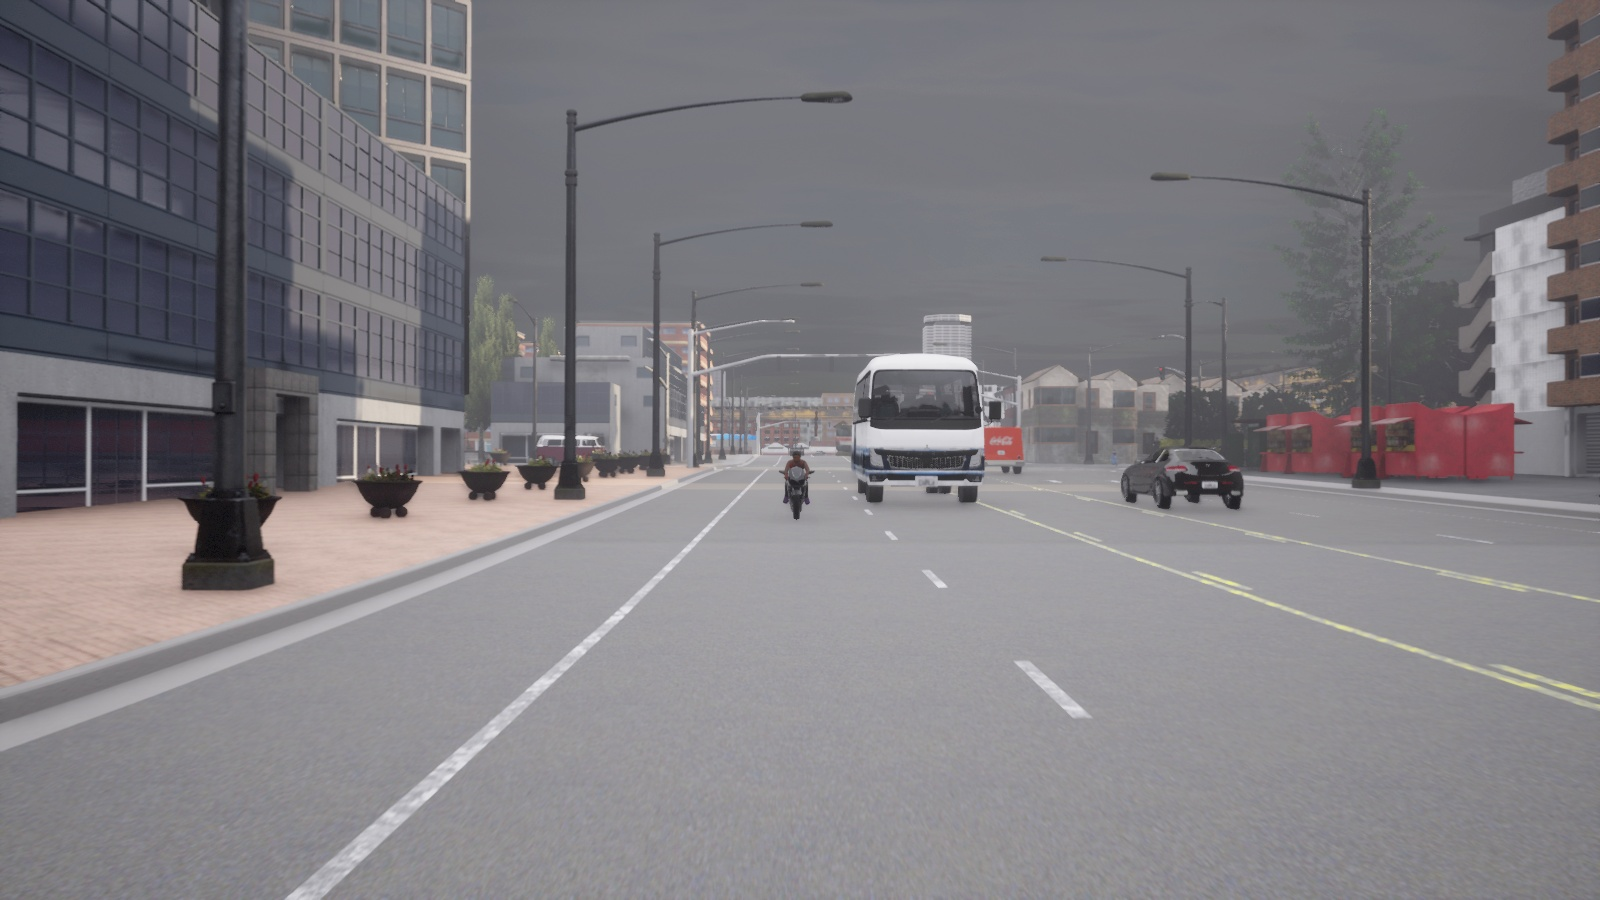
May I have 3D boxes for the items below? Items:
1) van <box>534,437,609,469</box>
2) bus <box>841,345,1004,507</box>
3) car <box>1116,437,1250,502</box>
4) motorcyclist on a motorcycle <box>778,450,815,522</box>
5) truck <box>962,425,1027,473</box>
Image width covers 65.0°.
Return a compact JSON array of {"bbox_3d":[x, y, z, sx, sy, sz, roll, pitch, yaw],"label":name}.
[{"bbox_3d":[-14.655,0.203,80.695,4.480,2.038,2.069,0,0,0],"label":"van"},{"bbox_3d":[3.401,-0.688,38.274,3.944,4.253,10.273,0,1,0],"label":"bus"},{"bbox_3d":[10.415,0.474,34.582,2.152,1.651,5.027,0,1,0],"label":"car"},{"bbox_3d":[-0.069,0.778,28.196,0.797,1.523,2.044,0,1,0],"label":"motorcyclist on a motorcycle"},{"bbox_3d":[10.335,-0.065,67.181,2.627,2.467,5.204,0,0,0],"label":"truck"}]
